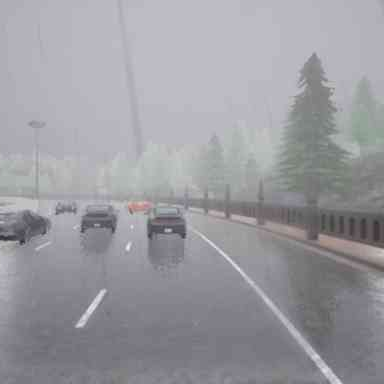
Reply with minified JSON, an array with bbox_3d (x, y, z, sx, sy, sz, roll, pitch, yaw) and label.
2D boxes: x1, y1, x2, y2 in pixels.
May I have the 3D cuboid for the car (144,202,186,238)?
[{"bbox_3d":[-1.440,1.478,17.431,1.837,1.490,4.892,0,0,-8],"label":"car"}]

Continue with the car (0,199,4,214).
[{"bbox_3d":[-19.768,1.445,32.119,2.128,1.511,4.902,0,0,-20],"label":"car"}]

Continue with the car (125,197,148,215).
[{"bbox_3d":[-5.736,1.300,34.784,2.097,1.767,4.553,0,0,-18],"label":"car"}]

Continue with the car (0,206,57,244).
[{"bbox_3d":[-8.145,1.525,15.435,2.033,1.411,5.357,0,0,-8],"label":"car"}]

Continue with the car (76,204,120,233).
[{"bbox_3d":[-5.396,1.474,19.713,1.837,1.490,4.892,0,0,-10],"label":"car"}]

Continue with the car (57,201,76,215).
[{"bbox_3d":[-12.673,1.550,33.684,1.895,1.301,4.718,0,0,-19],"label":"car"}]
